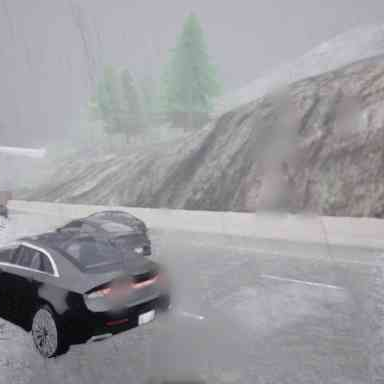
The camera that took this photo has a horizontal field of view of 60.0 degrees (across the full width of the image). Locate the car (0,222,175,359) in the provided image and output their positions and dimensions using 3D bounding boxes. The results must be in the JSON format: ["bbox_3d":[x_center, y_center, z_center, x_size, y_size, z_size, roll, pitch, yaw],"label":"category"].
[{"bbox_3d":[-2.538,1.500,6.035,4.902,1.511,2.128,0,0,38],"label":"car"}]

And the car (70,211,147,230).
[{"bbox_3d":[-3.347,1.543,11.118,4.674,1.442,1.812,0,0,39],"label":"car"}]

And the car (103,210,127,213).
[{"bbox_3d":[-4.116,1.589,16.303,4.181,1.385,1.994,0,0,40],"label":"car"}]

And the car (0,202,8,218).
[{"bbox_3d":[-17.623,1.524,29.130,2.128,1.511,4.902,0,0,-44],"label":"car"}]
